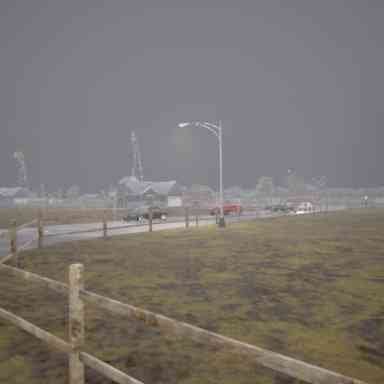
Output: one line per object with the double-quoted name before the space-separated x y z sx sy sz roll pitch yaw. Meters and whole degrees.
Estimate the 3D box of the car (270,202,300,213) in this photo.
"car" 13.429 2.244 47.932 1.837 1.490 4.892 -2 -2 36

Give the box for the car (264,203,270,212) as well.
"car" 13.374 2.422 54.038 1.882 1.535 5.008 -2 -2 36

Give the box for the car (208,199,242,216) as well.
"car" 4.204 1.872 41.408 2.150 2.045 5.566 -2 -2 36

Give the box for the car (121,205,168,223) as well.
"car" -4.144 1.911 29.744 1.837 1.490 4.892 -2 -2 35

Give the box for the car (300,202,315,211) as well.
"car" 19.449 2.455 56.335 1.812 1.442 4.674 -2 -2 36
